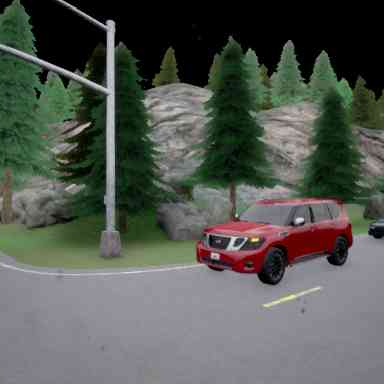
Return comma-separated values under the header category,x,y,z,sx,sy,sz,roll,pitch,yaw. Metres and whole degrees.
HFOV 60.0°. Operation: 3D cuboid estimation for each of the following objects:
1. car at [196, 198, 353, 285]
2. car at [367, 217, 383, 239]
category,x,y,z,sx,sy,sz,roll,pitch,yaw
car,2.696,1.225,9.937,5.566,2.045,2.150,0,0,-40
car,10.738,1.560,16.494,5.357,1.411,2.033,0,0,-39
